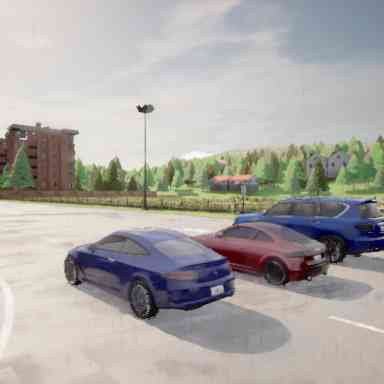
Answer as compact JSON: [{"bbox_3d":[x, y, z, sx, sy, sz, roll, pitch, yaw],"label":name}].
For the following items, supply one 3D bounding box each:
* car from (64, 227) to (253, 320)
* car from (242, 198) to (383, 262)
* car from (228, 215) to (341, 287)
[{"bbox_3d":[-1.149,1.523,7.391,1.812,1.442,4.674,0,0,-44],"label":"car"},{"bbox_3d":[3.998,1.217,12.154,2.150,2.045,5.566,0,0,-44],"label":"car"},{"bbox_3d":[1.673,1.561,9.521,1.994,1.385,4.181,0,0,-44],"label":"car"}]
